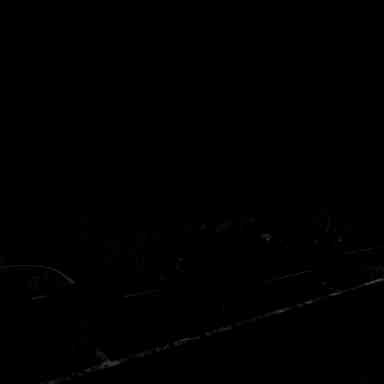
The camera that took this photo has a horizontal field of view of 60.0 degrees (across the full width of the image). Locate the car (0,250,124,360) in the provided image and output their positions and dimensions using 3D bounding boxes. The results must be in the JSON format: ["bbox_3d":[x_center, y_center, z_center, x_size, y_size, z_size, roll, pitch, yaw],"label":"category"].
[{"bbox_3d":[-3.105,1.551,4.434,4.403,1.369,2.008,0,0,-35],"label":"car"}]

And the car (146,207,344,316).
[{"bbox_3d":[1.471,1.315,7.679,5.009,1.841,2.192,0,0,-35],"label":"car"}]
